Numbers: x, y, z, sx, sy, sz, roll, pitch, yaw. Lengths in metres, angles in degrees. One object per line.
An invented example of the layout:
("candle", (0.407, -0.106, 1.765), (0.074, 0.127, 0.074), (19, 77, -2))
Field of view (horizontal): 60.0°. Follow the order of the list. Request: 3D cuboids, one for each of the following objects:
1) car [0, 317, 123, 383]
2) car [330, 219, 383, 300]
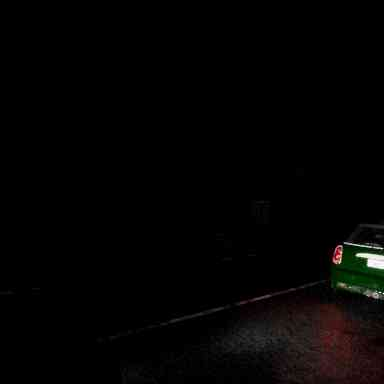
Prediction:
("car", (-2.774, 1.492, 1.771), (4.902, 1.511, 2.128), (0, 0, -36))
("car", (5.140, 1.352, 7.404), (4.553, 1.767, 2.097), (0, 0, -35))
